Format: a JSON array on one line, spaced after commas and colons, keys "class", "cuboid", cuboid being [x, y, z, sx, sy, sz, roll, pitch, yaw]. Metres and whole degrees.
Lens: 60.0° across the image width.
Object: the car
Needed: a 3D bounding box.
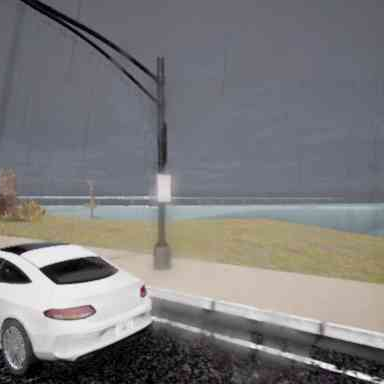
[{"class": "car", "cuboid": [-2.746, 1.597, 5.643, 4.674, 1.442, 1.812, -1, 0, 36]}]
